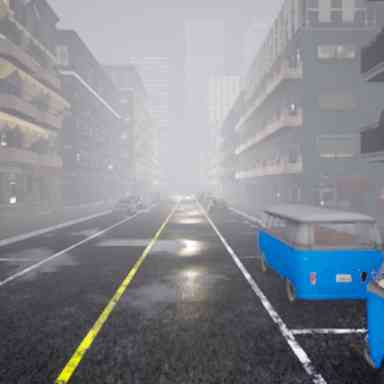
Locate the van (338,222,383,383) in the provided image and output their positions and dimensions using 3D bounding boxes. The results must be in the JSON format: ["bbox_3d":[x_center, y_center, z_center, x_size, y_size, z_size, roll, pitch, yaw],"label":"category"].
[{"bbox_3d":[2.667,1.299,2.004,1.690,1.788,3.998,-1,1,-1],"label":"van"}]

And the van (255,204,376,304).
[{"bbox_3d":[2.599,1.237,7.606,1.690,1.788,3.998,-1,1,-1],"label":"van"}]

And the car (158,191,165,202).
[{"bbox_3d":[-6.395,0.715,57.943,2.192,1.841,5.009,-1,1,-1],"label":"car"}]

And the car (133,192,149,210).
[{"bbox_3d":[-6.093,1.086,35.539,1.967,1.590,4.097,-1,1,-1],"label":"car"}]

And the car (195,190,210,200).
[{"bbox_3d":[2.043,0.717,52.416,2.192,1.841,5.009,-1,1,-1],"label":"car"}]

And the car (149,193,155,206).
[{"bbox_3d":[-6.160,1.135,41.142,2.008,1.369,4.403,-1,1,-1],"label":"car"}]

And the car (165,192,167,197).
[{"bbox_3d":[-6.477,0.890,63.547,2.008,1.369,4.403,-1,1,-1],"label":"car"}]

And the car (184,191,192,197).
[{"bbox_3d":[-1.055,0.630,86.639,1.895,1.301,4.718,0,1,-1],"label":"car"}]

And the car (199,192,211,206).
[{"bbox_3d":[2.184,1.048,41.386,1.752,1.417,4.829,-1,1,-1],"label":"car"}]

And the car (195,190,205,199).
[{"bbox_3d":[1.767,0.471,74.821,2.192,1.841,5.009,-1,1,-1],"label":"car"}]

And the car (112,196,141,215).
[{"bbox_3d":[-6.021,1.290,29.940,1.802,1.307,4.206,-1,1,-1],"label":"car"}]

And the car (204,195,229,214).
[{"bbox_3d":[2.326,1.230,30.014,1.802,1.307,4.206,-1,1,-1],"label":"car"}]

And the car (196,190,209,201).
[{"bbox_3d":[1.905,0.594,63.619,2.192,1.841,5.009,-1,1,-1],"label":"car"}]

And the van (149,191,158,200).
[{"bbox_3d":[-6.233,0.864,46.741,1.690,1.788,3.998,-1,1,-1],"label":"van"}]

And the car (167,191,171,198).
[{"bbox_3d":[-6.677,0.737,80.351,1.802,1.307,4.206,-1,1,-1],"label":"car"}]
